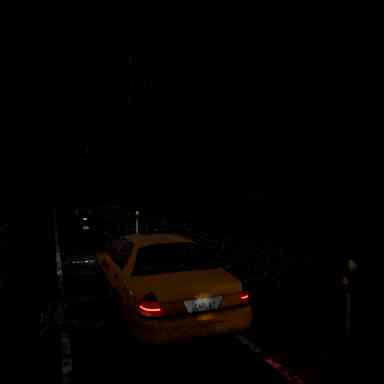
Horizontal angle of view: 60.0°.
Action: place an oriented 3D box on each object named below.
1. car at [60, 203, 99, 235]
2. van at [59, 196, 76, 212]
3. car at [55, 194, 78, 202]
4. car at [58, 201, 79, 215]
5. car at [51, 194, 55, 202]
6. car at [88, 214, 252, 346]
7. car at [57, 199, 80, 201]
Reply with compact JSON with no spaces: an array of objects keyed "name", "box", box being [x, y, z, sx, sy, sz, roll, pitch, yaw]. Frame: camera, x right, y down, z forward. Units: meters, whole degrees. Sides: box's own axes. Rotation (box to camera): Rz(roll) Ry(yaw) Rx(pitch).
[{"name":"car","box":[-6.151,1.552,18.660,2.008,1.369,4.403,0,0,-23]},{"name":"van","box":[-14.681,1.343,39.042,1.690,1.788,3.998,0,0,-23]},{"name":"car","box":[-12.549,1.317,33.946,2.192,1.841,5.009,0,0,-23]},{"name":"car","box":[-8.283,1.552,23.755,2.008,1.369,4.403,0,0,-23]},{"name":"car","box":[-31.891,1.470,79.418,1.967,1.590,4.097,0,0,-24]},{"name":"car","box":[-0.844,1.457,6.737,1.801,1.575,5.366,0,0,-23]},{"name":"car","box":[-10.416,1.567,28.851,1.947,1.339,4.313,0,0,-23]}]
